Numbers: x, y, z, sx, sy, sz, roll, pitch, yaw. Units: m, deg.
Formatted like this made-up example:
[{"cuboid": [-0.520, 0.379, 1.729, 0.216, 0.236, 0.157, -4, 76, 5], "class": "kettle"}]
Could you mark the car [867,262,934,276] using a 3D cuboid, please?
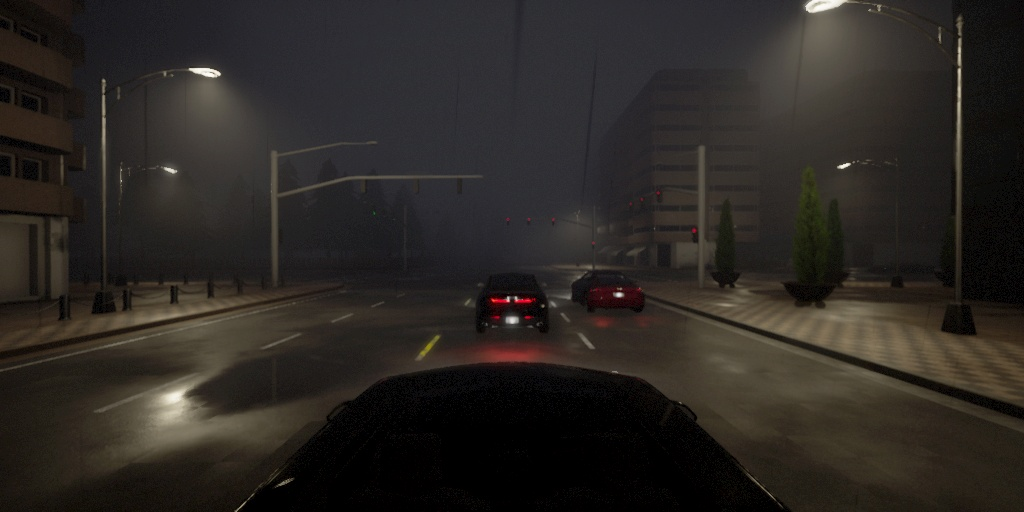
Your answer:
[{"cuboid": [37.527, 1.213, 34.738, 4.718, 1.301, 1.895, 0, 0, -1], "class": "car"}]

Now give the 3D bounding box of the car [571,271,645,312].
[{"cuboid": [3.498, 1.242, 13.747, 1.994, 1.385, 4.181, 0, 0, 0], "class": "car"}]

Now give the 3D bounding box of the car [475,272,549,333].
[{"cuboid": [0.006, 1.202, 10.573, 1.837, 1.490, 4.892, 0, 0, 0], "class": "car"}]
